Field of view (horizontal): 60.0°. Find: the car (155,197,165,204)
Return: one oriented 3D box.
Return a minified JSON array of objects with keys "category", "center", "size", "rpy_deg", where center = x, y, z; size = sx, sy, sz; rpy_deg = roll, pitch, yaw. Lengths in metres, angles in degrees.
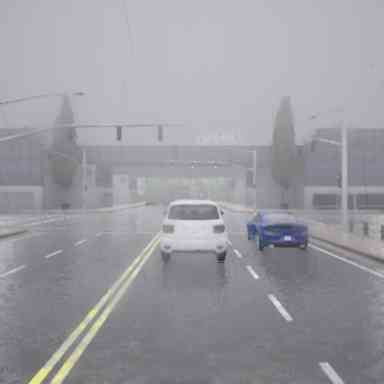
[{"category":"car","center":[-7.474,2.067,78.364],"size":[1.882,1.535,5.008],"rpy_deg":[0,0,0]}]

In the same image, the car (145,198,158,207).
[{"category":"car","center":[-7.608,2.070,62.149],"size":[1.895,1.301,4.718],"rpy_deg":[0,0,1]}]

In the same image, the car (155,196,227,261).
[{"category":"car","center":[0.065,1.318,12.743],"size":[2.150,2.045,5.566],"rpy_deg":[0,-1,0]}]

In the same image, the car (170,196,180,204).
[{"category":"car","center":[-3.973,1.943,78.531],"size":[2.097,1.767,4.553],"rpy_deg":[0,0,0]}]

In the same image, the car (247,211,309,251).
[{"category":"car","center":[3.616,1.590,14.776],"size":[1.882,1.535,5.008],"rpy_deg":[0,0,2]}]
